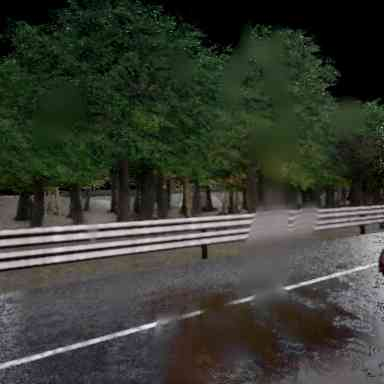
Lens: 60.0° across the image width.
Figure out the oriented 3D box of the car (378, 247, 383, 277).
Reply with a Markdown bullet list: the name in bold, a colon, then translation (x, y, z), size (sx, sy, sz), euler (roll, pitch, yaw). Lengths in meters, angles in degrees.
- **car**: translation (6.583, 1.475, 8.443), size (4.181, 1.385, 1.994), euler (-1, 0, -35)
